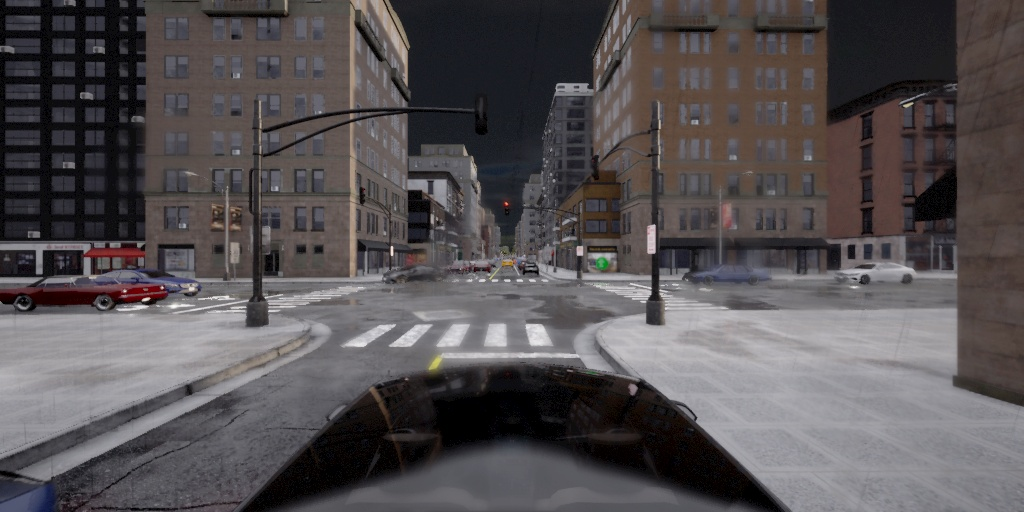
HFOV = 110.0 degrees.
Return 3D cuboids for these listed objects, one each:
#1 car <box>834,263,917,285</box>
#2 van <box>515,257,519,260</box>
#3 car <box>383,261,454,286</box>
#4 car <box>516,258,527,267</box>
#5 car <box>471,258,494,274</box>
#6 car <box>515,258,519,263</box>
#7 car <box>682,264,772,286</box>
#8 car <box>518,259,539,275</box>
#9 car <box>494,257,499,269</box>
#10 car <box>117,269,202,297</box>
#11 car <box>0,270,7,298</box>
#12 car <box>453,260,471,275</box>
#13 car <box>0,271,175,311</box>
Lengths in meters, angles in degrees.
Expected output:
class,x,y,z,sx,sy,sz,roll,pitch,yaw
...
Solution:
class,x,y,z,sx,sy,sz,roll,pitch,yaw
car,24.810,1.177,24.517,4.674,1.442,1.812,0,0,-1
van,1.846,1.173,61.803,1.690,1.789,3.998,0,0,0
car,-6.801,1.296,25.664,4.674,1.442,1.812,0,1,-42
car,1.928,1.391,50.782,1.802,1.307,4.207,0,0,0
car,-3.501,1.273,42.938,1.882,1.535,5.008,0,0,0
car,1.887,1.386,56.293,1.948,1.339,4.313,0,0,0
car,14.559,1.242,24.395,5.357,1.411,2.033,0,0,-1
car,2.010,1.355,39.760,1.948,1.339,4.313,0,0,0
car,-3.612,1.335,60.676,1.837,1.490,4.892,0,0,0
car,-17.743,1.337,17.279,4.674,1.442,1.812,0,0,1
car,-28.335,1.400,17.151,5.357,1.411,2.033,0,0,-1
car,-6.015,1.230,39.701,1.967,1.591,4.097,0,0,0
car,-16.570,1.401,14.051,4.718,1.301,1.895,0,0,-1
